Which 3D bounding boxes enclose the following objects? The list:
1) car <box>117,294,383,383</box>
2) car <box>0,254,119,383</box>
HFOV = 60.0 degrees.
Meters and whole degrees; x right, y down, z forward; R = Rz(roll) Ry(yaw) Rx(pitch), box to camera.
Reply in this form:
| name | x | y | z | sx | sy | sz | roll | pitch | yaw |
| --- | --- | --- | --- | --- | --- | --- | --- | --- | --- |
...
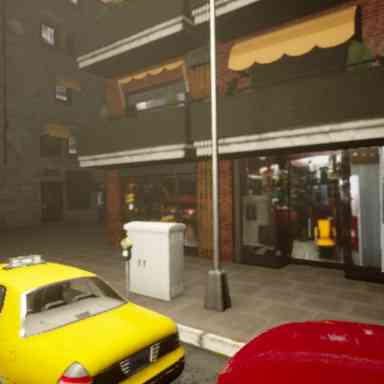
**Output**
| name | x | y | z | sx | sy | sz | roll | pitch | yaw |
| --- | --- | --- | --- | --- | --- | --- | --- | --- | --- |
| car | 2.310 | 1.318 | 1.096 | 5.009 | 1.841 | 2.192 | 0 | -1 | 36 |
| car | -2.357 | 1.518 | 4.420 | 4.829 | 1.417 | 1.752 | 0 | -1 | 36 |
